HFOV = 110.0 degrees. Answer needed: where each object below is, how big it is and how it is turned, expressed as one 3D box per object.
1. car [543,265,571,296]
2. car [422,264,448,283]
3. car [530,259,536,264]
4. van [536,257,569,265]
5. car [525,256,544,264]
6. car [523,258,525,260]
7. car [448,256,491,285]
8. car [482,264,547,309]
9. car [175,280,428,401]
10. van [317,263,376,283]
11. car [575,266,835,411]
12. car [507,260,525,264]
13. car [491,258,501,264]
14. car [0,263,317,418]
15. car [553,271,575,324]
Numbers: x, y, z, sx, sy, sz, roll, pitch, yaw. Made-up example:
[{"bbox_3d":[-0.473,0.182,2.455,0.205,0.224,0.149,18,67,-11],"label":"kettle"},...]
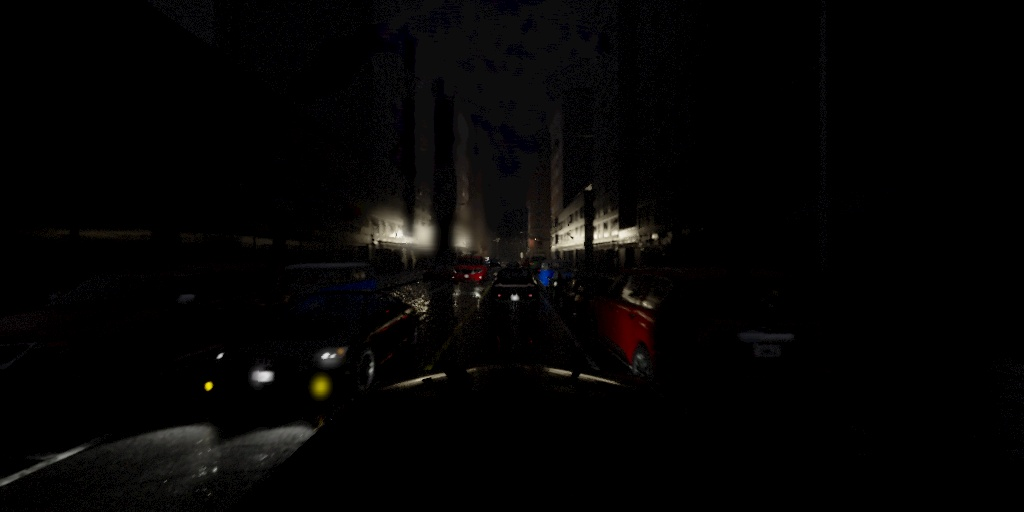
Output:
[{"bbox_3d":[2.675,1.330,17.300,2.007,1.370,4.403,0,0,0],"label":"car"},{"bbox_3d":[-5.845,1.338,28.463,1.888,1.381,4.507,0,0,0],"label":"car"},{"bbox_3d":[3.165,1.325,37.783,1.812,1.442,4.674,0,0,0],"label":"car"},{"bbox_3d":[2.678,1.127,22.885,1.690,1.789,3.998,0,0,0],"label":"van"},{"bbox_3d":[3.126,1.026,44.813,2.150,2.045,5.566,0,0,0],"label":"car"},{"bbox_3d":[2.693,1.127,56.395,2.192,1.841,5.009,0,0,0],"label":"car"},{"bbox_3d":[-3.018,1.014,26.727,2.150,2.045,5.566,0,0,0],"label":"car"},{"bbox_3d":[0.106,1.269,15.175,2.128,1.511,4.902,0,0,0],"label":"car"},{"bbox_3d":[-3.089,1.324,6.480,1.994,1.385,4.181,0,0,1],"label":"car"},{"bbox_3d":[-5.853,1.112,11.703,1.690,1.789,3.998,0,0,0],"label":"van"},{"bbox_3d":[2.670,1.074,6.129,2.192,1.841,5.009,0,0,0],"label":"car"},{"bbox_3d":[0.116,1.367,41.432,1.994,1.385,4.181,0,0,0],"label":"car"},{"bbox_3d":[-3.006,1.168,62.018,2.097,1.767,4.553,0,0,1],"label":"car"},{"bbox_3d":[-5.855,1.075,6.117,2.192,1.841,5.009,0,0,0],"label":"car"},{"bbox_3d":[2.673,1.336,11.713,1.948,1.339,4.313,0,0,0],"label":"car"}]
